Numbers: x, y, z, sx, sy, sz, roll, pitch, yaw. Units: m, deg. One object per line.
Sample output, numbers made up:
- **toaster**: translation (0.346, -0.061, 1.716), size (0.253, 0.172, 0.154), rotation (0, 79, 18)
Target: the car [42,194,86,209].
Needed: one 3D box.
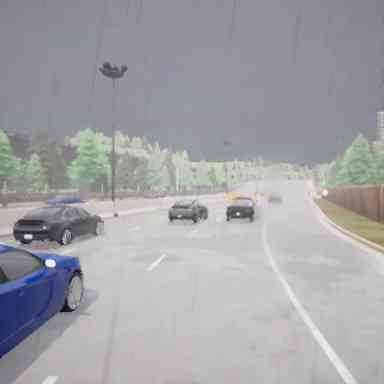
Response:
- **car**: translation (-14.206, 1.013, 37.278), size (1.882, 1.535, 5.008), rotation (0, 1, 18)

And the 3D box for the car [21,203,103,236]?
- **car**: translation (-5.503, 1.326, 14.352), size (1.837, 1.490, 4.892), rotation (0, 1, 9)

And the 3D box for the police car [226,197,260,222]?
- **police car**: translation (3.777, 1.201, 24.149), size (1.930, 1.638, 5.238), rotation (0, 1, 17)

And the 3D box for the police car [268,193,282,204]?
- **police car**: translation (13.278, 0.964, 53.032), size (1.930, 1.638, 5.238), rotation (1, 1, 19)

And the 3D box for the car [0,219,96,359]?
- **car**: translation (-3.126, 1.412, 4.464), size (1.882, 1.535, 5.008), rotation (0, 1, 3)

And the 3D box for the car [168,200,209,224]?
- **car**: translation (-0.145, 1.261, 22.604), size (2.128, 1.511, 4.902), rotation (0, 1, 15)
